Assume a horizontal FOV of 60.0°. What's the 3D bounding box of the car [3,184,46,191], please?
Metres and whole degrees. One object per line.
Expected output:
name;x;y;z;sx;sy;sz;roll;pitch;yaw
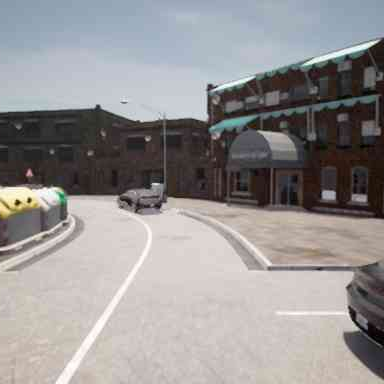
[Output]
car;-13.318;0.141;28.300;4.553;1.767;2.097;0;4;25

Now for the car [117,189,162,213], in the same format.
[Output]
car;-3.853;0.531;23.824;2.128;1.511;4.902;-2;5;-31

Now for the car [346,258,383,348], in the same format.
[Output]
car;4.643;1.419;4.358;4.892;1.521;2.231;0;2;0
